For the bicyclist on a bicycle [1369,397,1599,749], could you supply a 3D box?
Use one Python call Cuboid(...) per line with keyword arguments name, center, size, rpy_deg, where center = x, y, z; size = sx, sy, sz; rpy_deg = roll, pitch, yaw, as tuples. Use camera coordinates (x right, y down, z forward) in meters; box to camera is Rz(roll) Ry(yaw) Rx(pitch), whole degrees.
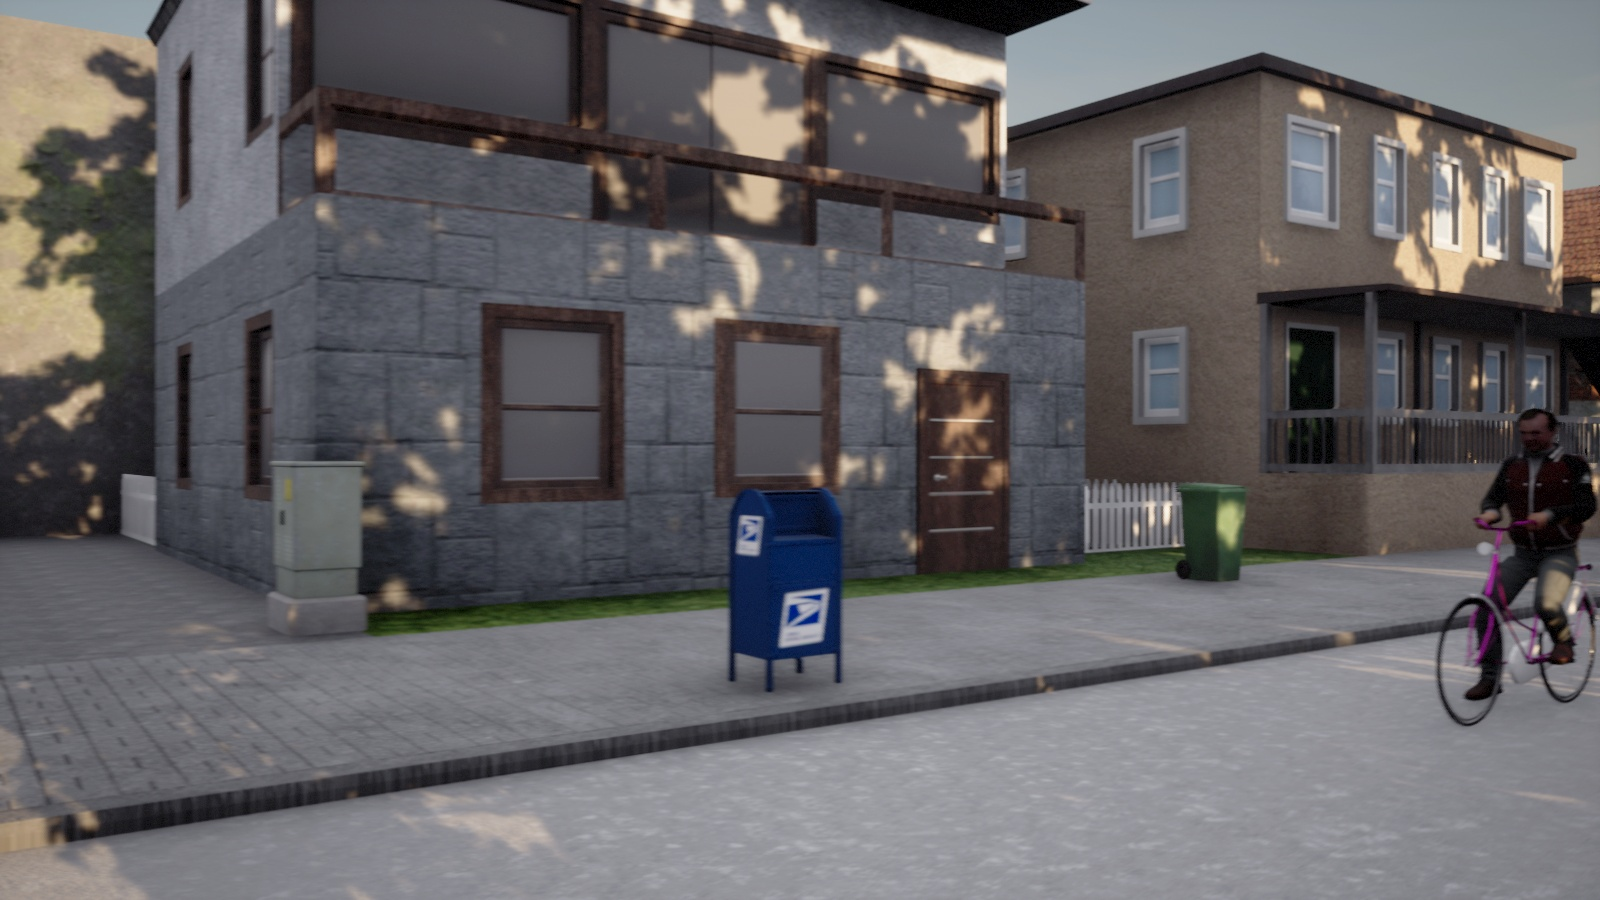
Cuboid(name="bicyclist on a bicycle", center=(4.059, 0.624, 7.134), size=(1.843, 1.776, 0.659), rpy_deg=(0, 0, -35))
